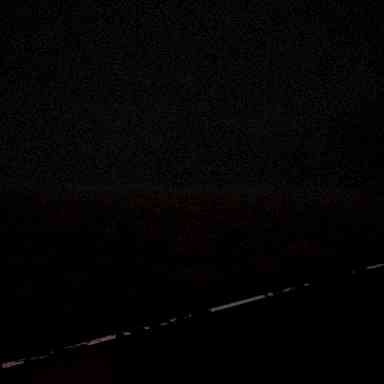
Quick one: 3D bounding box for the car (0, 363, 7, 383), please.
[{"bbox_3d":[-3.502,1.533,1.495,4.674,1.442,1.812,0,0,-35],"label":"car"}]
